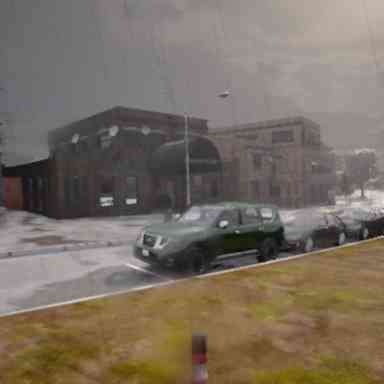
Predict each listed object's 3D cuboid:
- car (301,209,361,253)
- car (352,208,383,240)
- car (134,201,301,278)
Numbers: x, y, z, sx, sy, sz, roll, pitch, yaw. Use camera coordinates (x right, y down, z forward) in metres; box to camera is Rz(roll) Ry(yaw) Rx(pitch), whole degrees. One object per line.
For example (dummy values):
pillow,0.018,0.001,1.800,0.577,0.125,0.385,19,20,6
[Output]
car,5.152,1.652,14.733,4.892,1.521,2.231,1,2,-41
car,9.305,1.670,18.477,4.892,1.521,2.231,1,2,-42
car,0.851,1.384,11.108,5.566,2.045,2.435,1,2,-39
